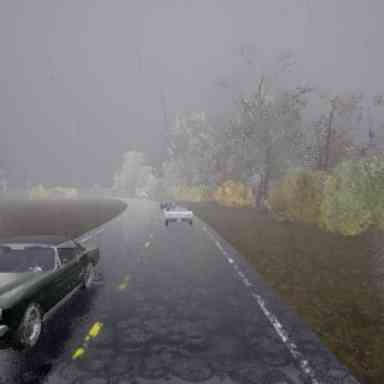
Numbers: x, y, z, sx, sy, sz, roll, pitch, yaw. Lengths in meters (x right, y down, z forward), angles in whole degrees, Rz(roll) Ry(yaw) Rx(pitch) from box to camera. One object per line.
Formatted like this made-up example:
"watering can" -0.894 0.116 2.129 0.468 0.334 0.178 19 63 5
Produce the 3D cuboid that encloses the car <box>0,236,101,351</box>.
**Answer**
"car" -3.218 1.587 6.284 1.895 1.301 4.718 0 0 -1

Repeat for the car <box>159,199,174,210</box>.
"car" -3.139 1.506 41.691 1.895 1.301 4.718 0 0 -8

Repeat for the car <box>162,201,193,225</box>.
"car" -1.025 1.548 23.848 1.895 1.301 4.718 0 0 -5
